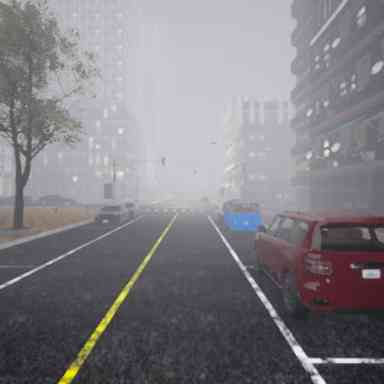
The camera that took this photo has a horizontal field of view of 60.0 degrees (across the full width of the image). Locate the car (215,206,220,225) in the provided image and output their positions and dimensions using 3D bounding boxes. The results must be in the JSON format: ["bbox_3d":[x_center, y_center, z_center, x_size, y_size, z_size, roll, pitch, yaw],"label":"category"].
[{"bbox_3d":[2.698,1.423,24.031,1.967,1.590,4.097,0,0,0],"label":"car"}]

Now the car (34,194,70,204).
[{"bbox_3d":[-22.010,1.095,52.395,4.829,1.417,1.752,1,-1,-1],"label":"car"}]

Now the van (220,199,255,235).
[{"bbox_3d":[2.695,1.327,18.480,1.690,1.788,3.998,0,0,0],"label":"van"}]

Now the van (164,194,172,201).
[{"bbox_3d":[-5.661,1.300,78.891,1.690,1.788,3.998,0,0,0],"label":"van"}]

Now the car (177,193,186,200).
[{"bbox_3d":[-2.964,1.181,91.842,2.150,2.045,5.566,0,0,0],"label":"car"}]

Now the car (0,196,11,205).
[{"bbox_3d":[-27.351,0.815,43.872,5.009,1.841,2.192,1,-1,-1],"label":"car"}]

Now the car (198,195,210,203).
[{"bbox_3d":[2.716,1.527,68.921,1.947,1.339,4.313,0,0,0],"label":"car"}]

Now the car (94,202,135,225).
[{"bbox_3d":[-5.682,1.549,24.033,1.947,1.339,4.313,0,0,0],"label":"car"}]

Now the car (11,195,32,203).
[{"bbox_3d":[-27.456,1.034,52.247,4.313,1.339,1.947,1,-1,-1],"label":"car"}]

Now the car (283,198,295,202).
[{"bbox_3d":[16.049,1.724,52.724,4.097,1.590,1.967,1,-1,-1],"label":"car"}]

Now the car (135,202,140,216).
[{"bbox_3d":[-5.680,1.546,29.279,1.947,1.339,4.313,0,0,0],"label":"car"}]

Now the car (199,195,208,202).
[{"bbox_3d":[2.720,1.503,78.888,1.887,1.381,4.507,0,0,0],"label":"car"}]

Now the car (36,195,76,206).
[{"bbox_3d":[-18.806,1.131,46.638,5.008,1.535,1.882,1,0,-1],"label":"car"}]

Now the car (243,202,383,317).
[{"bbox_3d":[2.691,1.309,7.378,2.192,1.841,5.009,0,0,0],"label":"car"}]
